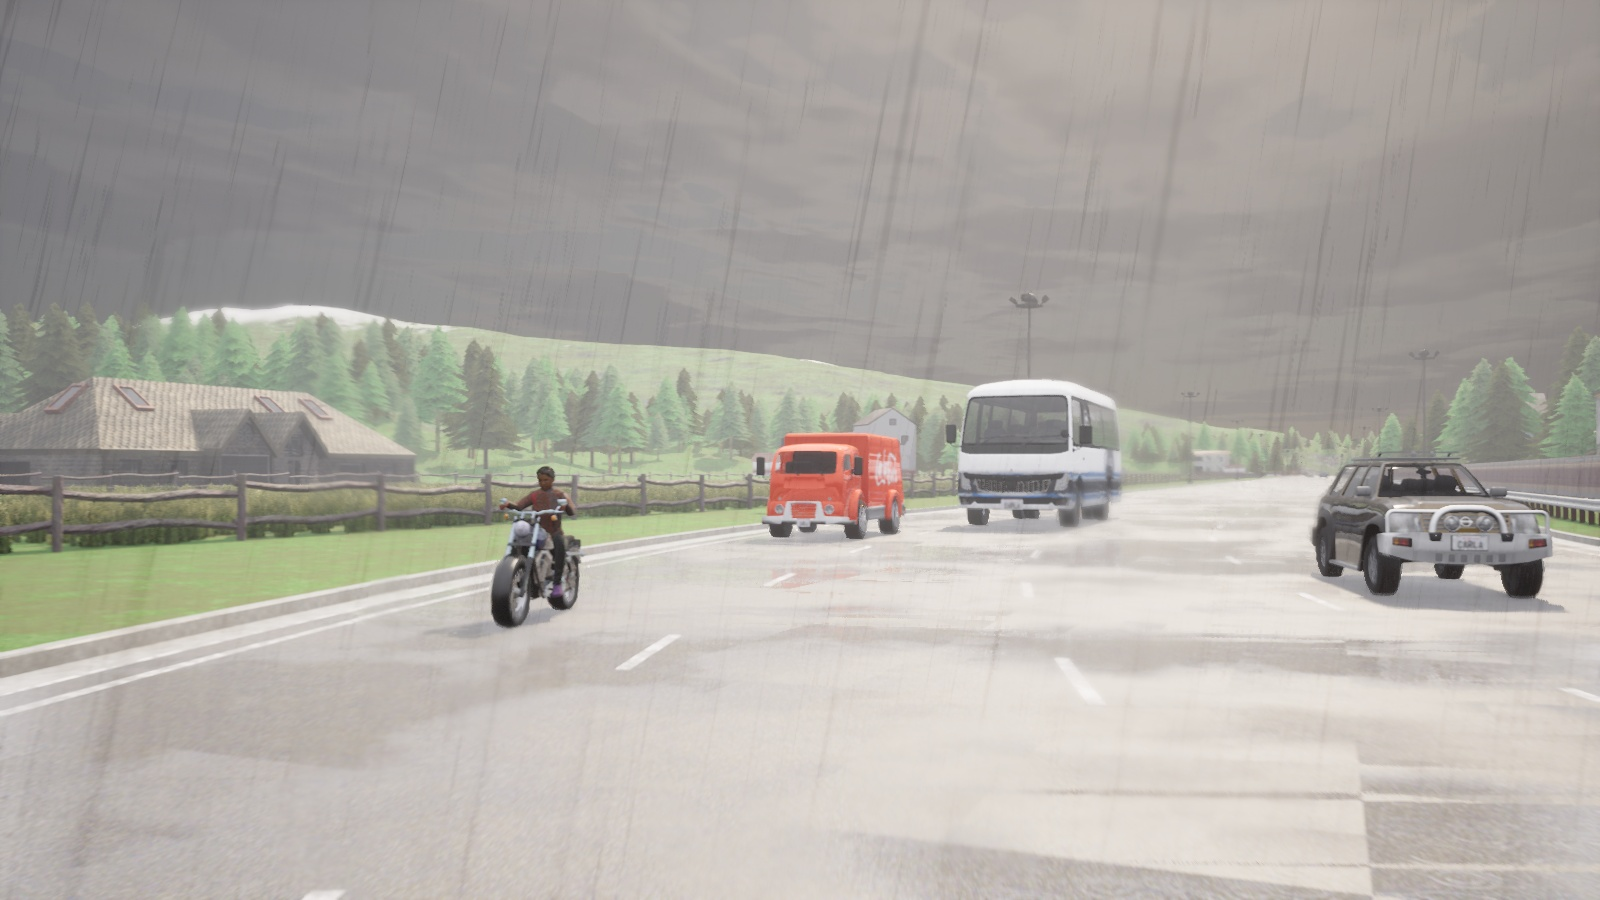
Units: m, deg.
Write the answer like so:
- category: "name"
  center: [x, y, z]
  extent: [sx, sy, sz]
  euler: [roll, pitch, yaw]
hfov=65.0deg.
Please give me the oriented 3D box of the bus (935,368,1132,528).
- category: "bus"
  center: [7.507, 0.059, 38.694]
  extent: [3.944, 4.253, 10.273]
  euler: [-1, -1, 22]

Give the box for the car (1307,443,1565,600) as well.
- category: "car"
  center: [8.488, 0.890, 17.248]
  extent: [1.932, 1.855, 4.605]
  euler: [-1, -1, 11]

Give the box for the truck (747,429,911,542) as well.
- category: "truck"
  center: [0.831, 0.832, 30.263]
  extent: [2.627, 2.467, 5.204]
  euler: [-1, -1, 17]

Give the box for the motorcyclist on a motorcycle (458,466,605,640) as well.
- category: "motorcyclist on a motorcycle"
  center: [-2.744, 0.995, 13.157]
  extent: [0.766, 1.649, 2.350]
  euler: [0, -1, 7]
